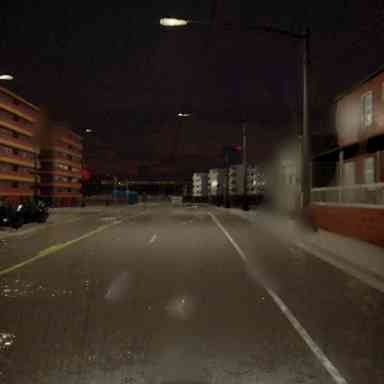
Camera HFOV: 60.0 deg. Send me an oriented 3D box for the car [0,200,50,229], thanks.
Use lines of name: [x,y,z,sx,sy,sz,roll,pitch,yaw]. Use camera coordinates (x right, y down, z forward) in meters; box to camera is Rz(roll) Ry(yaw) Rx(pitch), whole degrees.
car: [-10.589,1.385,20.279,2.033,1.411,5.357,0,0,0]
